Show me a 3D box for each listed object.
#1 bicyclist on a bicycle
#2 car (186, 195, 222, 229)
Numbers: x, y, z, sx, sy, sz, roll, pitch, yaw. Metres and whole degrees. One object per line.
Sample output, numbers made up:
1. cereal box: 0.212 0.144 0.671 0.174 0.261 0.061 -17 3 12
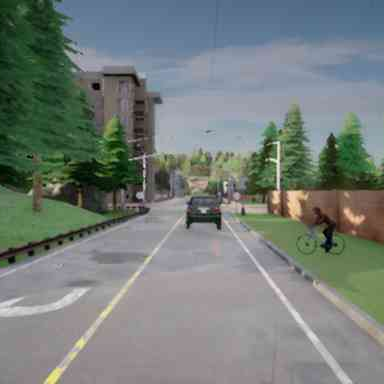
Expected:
1. bicyclist on a bicycle: 4.402 1.331 11.327 1.656 1.620 0.582 0 0 2
2. car: 0.766 1.211 21.701 2.150 2.045 5.566 0 0 2
